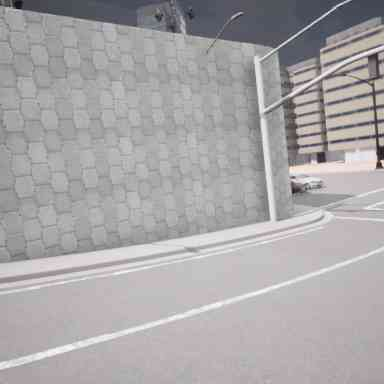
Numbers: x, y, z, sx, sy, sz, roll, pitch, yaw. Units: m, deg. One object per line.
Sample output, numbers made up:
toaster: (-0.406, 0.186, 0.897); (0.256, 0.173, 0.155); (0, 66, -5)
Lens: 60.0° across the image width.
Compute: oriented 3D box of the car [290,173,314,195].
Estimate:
car: (7.365, -0.462, 27.875); (1.812, 1.442, 4.674); (-10, 6, -35)

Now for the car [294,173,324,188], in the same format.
car: (9.716, -0.978, 30.518); (1.812, 1.442, 4.674); (-10, 6, -35)
